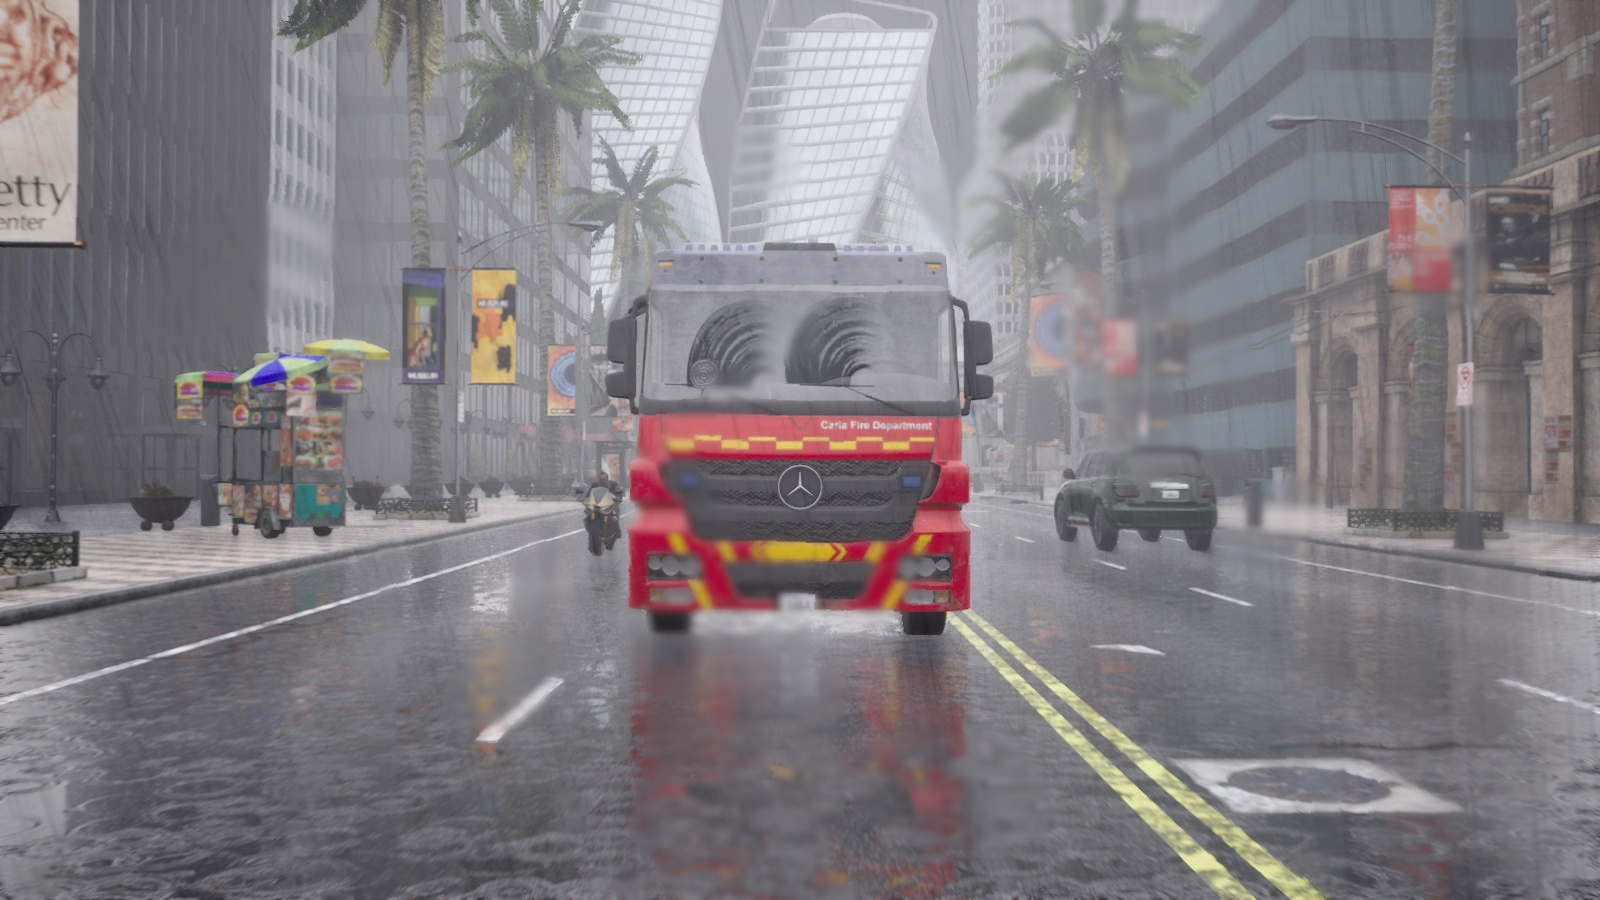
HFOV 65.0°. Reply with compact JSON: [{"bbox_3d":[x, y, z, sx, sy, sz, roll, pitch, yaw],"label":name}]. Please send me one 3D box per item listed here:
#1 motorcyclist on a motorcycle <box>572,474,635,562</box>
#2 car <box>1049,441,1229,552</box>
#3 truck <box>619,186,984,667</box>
[{"bbox_3d":[-3.625,1.220,23.348,0.866,1.530,2.191,0,-1,-1],"label":"motorcyclist on a motorcycle"},{"bbox_3d":[6.832,0.904,26.060,2.150,2.045,5.566,0,-1,-1],"label":"car"},{"bbox_3d":[-0.030,-0.133,14.245,2.891,3.827,8.468,0,-1,-1],"label":"truck"}]
